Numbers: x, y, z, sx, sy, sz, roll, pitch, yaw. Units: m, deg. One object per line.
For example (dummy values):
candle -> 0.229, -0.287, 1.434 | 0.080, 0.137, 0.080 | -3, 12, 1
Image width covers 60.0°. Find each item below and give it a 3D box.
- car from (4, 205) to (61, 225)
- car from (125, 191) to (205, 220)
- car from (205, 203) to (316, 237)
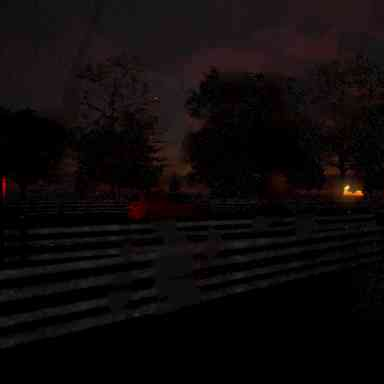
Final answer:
car -> -7.759, 1.247, 13.161 | 4.892, 1.490, 1.837 | 0, 0, -27
car -> -1.273, 0.982, 20.322 | 5.566, 2.045, 2.150 | 0, 0, -26
car -> 3.268, 1.271, 14.734 | 4.892, 1.490, 1.837 | 0, 0, -26
